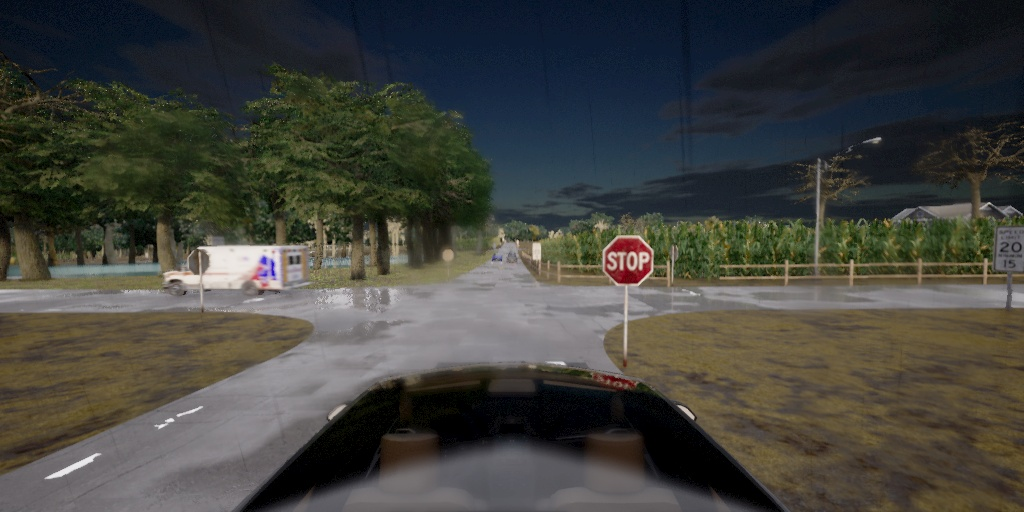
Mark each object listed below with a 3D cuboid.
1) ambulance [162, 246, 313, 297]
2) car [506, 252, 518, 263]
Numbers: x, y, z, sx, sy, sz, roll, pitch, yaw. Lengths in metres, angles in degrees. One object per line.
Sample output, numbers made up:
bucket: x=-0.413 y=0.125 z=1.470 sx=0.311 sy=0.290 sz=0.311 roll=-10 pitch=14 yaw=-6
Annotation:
ambulance: x=-13.876 y=0.731 z=18.208 sx=6.366 sy=2.431 sz=2.351 roll=0 pitch=3 yaw=0
car: x=-0.009 y=0.439 z=62.304 sx=2.128 sy=1.511 sz=4.902 roll=0 pitch=2 yaw=0
